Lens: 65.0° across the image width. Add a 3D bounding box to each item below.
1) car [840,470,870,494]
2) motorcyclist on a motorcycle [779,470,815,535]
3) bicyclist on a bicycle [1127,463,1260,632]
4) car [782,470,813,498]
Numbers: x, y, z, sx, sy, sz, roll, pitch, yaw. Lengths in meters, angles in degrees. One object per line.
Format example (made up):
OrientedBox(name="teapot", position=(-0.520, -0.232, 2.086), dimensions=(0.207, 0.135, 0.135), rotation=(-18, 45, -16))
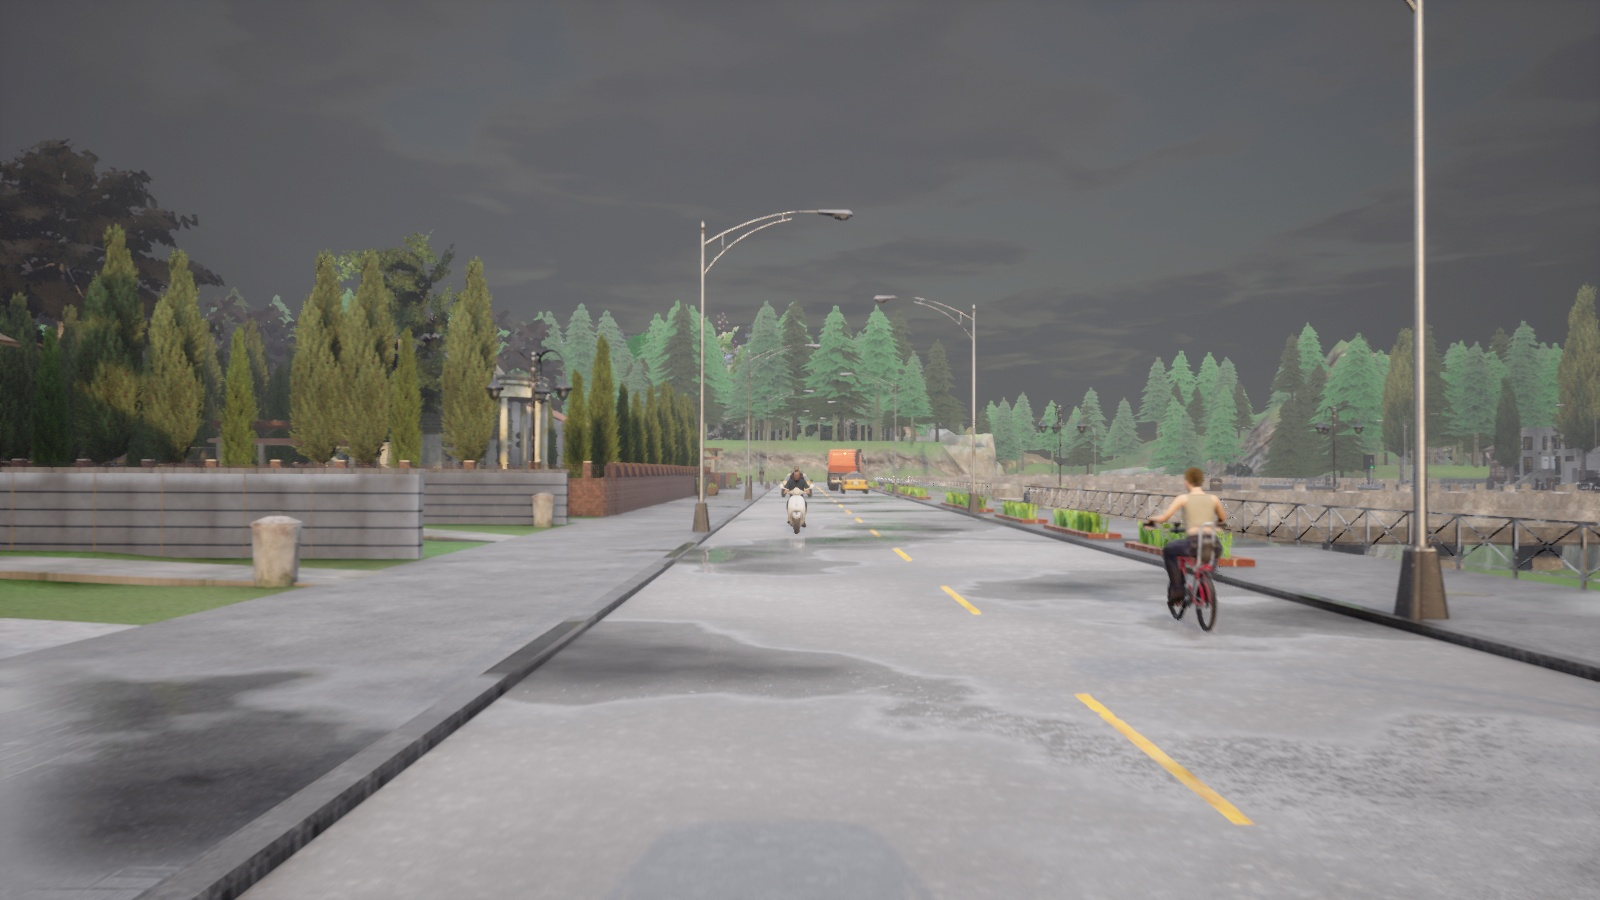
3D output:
OrientedBox(name="car", position=(3.794, 2.206, 87.672), dimensions=(1.801, 1.575, 5.366), rotation=(0, -1, 0))
OrientedBox(name="motorcyclist on a motorcycle", position=(-0.074, 1.297, 31.547), dimensions=(0.866, 1.590, 1.817), rotation=(0, -1, 0))
OrientedBox(name="bicyclist on a bicycle", position=(3.964, 0.949, 12.780), dimensions=(0.866, 1.612, 1.509), rotation=(0, -1, 0))
OrientedBox(name="car", position=(-0.179, 2.024, 75.818), dimensions=(1.801, 1.575, 5.366), rotation=(0, -1, 0))
